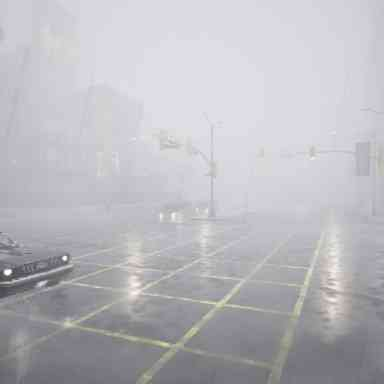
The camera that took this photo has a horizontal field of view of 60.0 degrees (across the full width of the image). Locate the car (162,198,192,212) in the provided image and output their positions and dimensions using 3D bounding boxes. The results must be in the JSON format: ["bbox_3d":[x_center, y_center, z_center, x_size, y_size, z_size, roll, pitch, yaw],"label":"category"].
[{"bbox_3d":[-1.704,1.478,39.288,1.882,1.535,5.008,0,0,25],"label":"car"}]

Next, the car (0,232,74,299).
[{"bbox_3d":[-5.138,1.588,7.748,4.718,1.301,1.895,0,0,23],"label":"car"}]

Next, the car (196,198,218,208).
[{"bbox_3d":[2.279,1.601,48.694,1.895,1.301,4.718,0,0,23],"label":"car"}]
